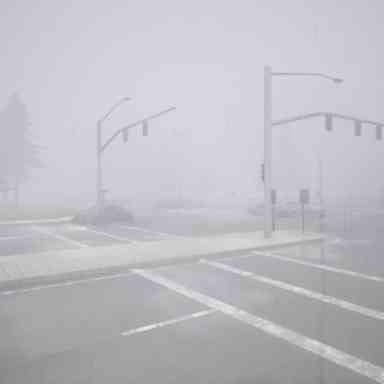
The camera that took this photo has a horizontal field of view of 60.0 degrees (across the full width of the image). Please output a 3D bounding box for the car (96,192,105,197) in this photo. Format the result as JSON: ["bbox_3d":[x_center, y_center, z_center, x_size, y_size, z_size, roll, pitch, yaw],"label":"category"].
[{"bbox_3d":[-21.201,1.064,74.527,2.150,2.045,5.566,0,0,-35],"label":"car"}]

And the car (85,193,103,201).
[{"bbox_3d":[-20.004,1.487,66.733,1.837,1.490,4.892,0,0,-35],"label":"car"}]

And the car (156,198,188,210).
[{"bbox_3d":[-2.881,1.553,42.174,1.994,1.385,4.181,0,0,-35],"label":"car"}]

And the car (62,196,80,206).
[{"bbox_3d":[-19.625,1.497,53.865,1.837,1.490,4.892,0,0,-35],"label":"car"}]

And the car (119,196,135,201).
[{"bbox_3d":[-11.417,1.495,54.347,1.837,1.490,4.892,0,0,-35],"label":"car"}]

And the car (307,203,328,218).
[{"bbox_3d":[9.904,1.513,30.054,1.812,1.442,4.674,0,0,-35],"label":"car"}]

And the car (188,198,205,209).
[{"bbox_3d":[-0.506,1.535,44.882,2.033,1.411,5.357,0,0,-35],"label":"car"}]

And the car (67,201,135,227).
[{"bbox_3d":[-5.987,1.560,22.892,1.994,1.385,4.181,0,0,36],"label":"car"}]

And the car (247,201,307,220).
[{"bbox_3d":[6.934,1.590,28.194,1.895,1.301,4.718,0,0,-35],"label":"car"}]

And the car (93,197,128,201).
[{"bbox_3d":[-9.820,1.594,39.875,1.895,1.301,4.718,0,0,-35],"label":"car"}]

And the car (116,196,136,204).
[{"bbox_3d":[-12.192,1.494,61.592,1.837,1.490,4.892,0,-1,-35],"label":"car"}]

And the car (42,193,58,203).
[{"bbox_3d":[-28.534,1.124,66.700,2.150,2.045,5.566,0,0,-35],"label":"car"}]
